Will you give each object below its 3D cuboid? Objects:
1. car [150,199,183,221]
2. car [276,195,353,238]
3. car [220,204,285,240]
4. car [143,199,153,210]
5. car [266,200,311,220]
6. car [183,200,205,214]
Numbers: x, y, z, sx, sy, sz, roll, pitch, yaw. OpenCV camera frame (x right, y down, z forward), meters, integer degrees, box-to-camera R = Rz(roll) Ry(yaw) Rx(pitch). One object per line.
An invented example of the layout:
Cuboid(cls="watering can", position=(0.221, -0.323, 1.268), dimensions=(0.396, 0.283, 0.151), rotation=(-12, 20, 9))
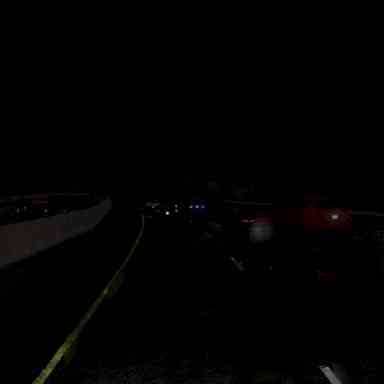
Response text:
Cuboid(cls="car", position=(-2.121, 1.532, 26.787), dimensions=(1.994, 1.385, 4.181), rotation=(0, 0, -8))
Cuboid(cls="car", position=(6.118, 1.189, 17.507), dimensions=(2.150, 2.045, 5.566), rotation=(0, 0, -5))
Cuboid(cls="car", position=(2.651, 1.465, 16.779), dimensions=(2.128, 1.511, 4.902), rotation=(0, 0, -5))
Cuboid(cls="car", position=(-5.244, 1.553, 42.645), dimensions=(1.895, 1.301, 4.718), rotation=(0, 0, -13))
Cuboid(cls="car", position=(8.193, 1.454, 28.793), dimensions=(1.837, 1.490, 4.892), rotation=(0, 0, -9))
Cuboid(cls="car", position=(0.016, 1.501, 35.103), dimensions=(2.033, 1.411, 5.357), rotation=(0, 0, -11))
